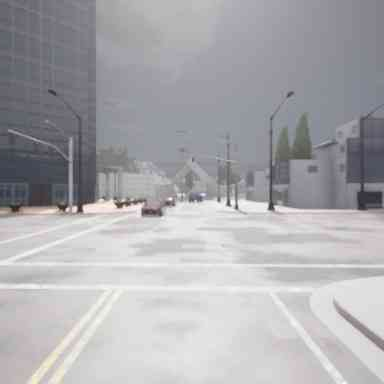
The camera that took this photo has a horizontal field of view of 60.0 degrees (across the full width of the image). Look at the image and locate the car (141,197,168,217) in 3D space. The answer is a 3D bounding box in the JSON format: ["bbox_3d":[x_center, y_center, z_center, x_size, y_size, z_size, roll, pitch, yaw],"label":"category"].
[{"bbox_3d":[-3.590,1.473,31.153,1.882,1.535,5.008,0,0,0],"label":"car"}]

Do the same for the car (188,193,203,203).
[{"bbox_3d":[0.764,1.147,69.540,2.150,2.045,5.566,0,0,12],"label":"car"}]

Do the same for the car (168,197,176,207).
[{"bbox_3d":[-3.552,1.517,50.560,1.994,1.385,4.181,0,0,0],"label":"car"}]
